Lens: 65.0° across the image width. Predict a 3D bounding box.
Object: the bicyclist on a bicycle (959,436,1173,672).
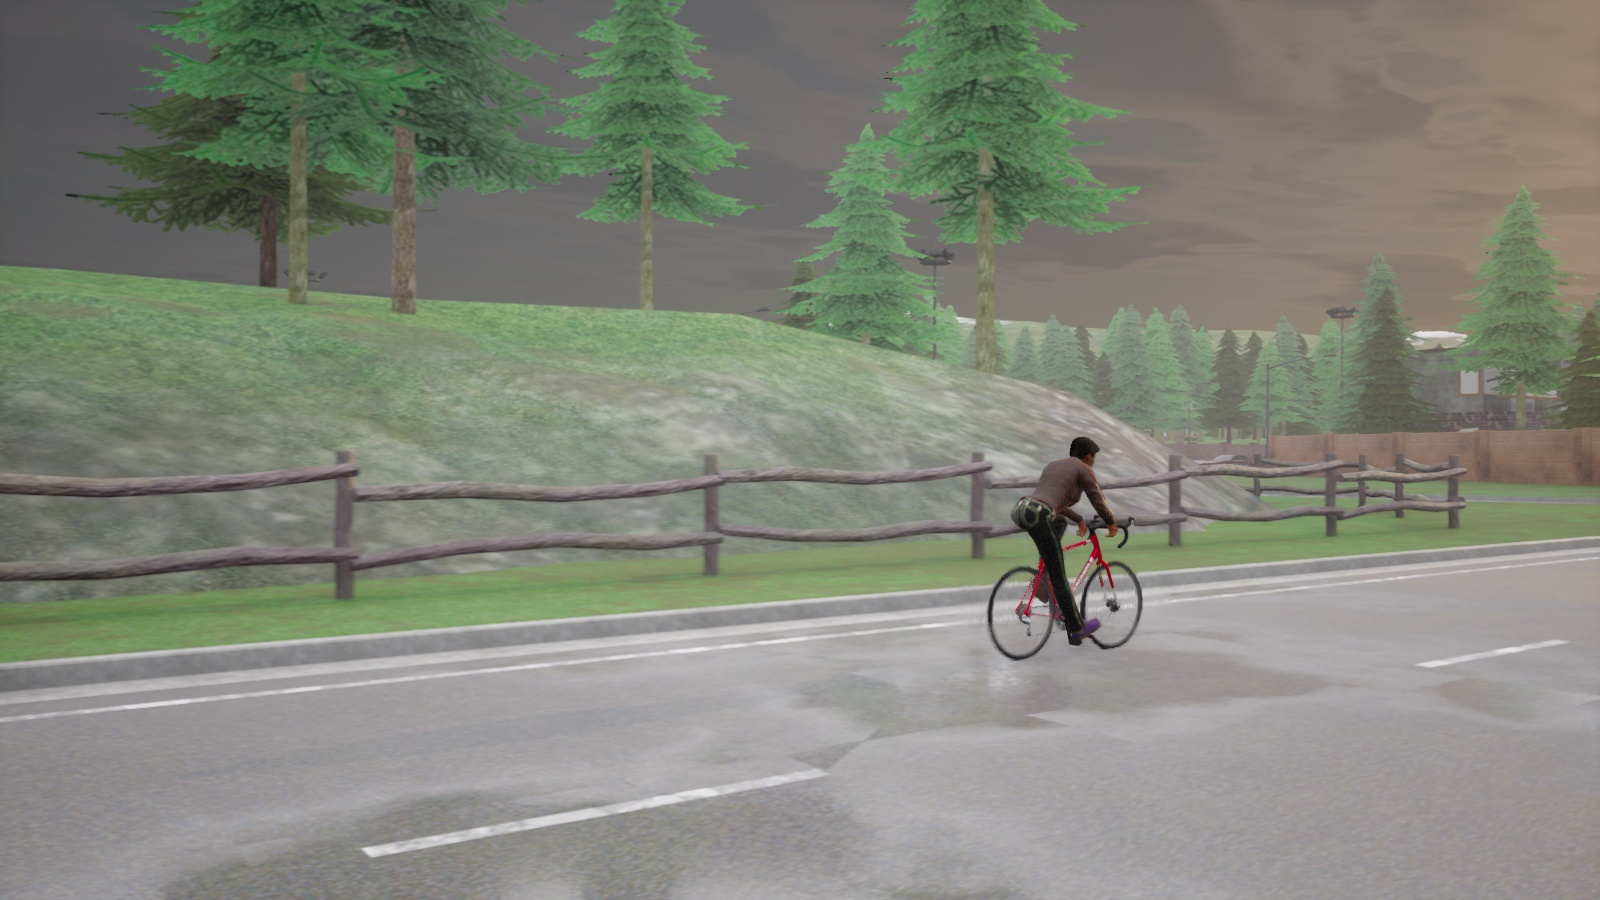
[{"bbox_3d":[1.994,0.716,9.314,1.656,1.620,0.582,0,0,-35],"label":"bicyclist on a bicycle"}]
